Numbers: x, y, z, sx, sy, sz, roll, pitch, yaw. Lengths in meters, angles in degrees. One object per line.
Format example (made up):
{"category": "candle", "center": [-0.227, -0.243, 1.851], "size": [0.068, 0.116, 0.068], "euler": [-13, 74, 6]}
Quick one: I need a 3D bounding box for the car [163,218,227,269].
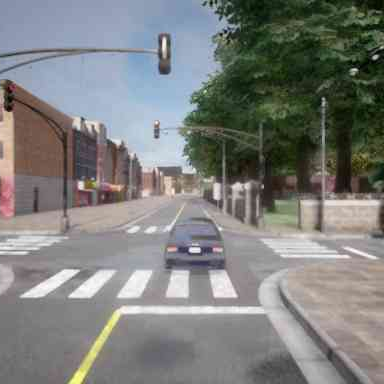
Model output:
{"category": "car", "center": [0.088, 1.577, 11.254], "size": [2.033, 1.411, 5.357], "euler": [0, 0, 0]}
